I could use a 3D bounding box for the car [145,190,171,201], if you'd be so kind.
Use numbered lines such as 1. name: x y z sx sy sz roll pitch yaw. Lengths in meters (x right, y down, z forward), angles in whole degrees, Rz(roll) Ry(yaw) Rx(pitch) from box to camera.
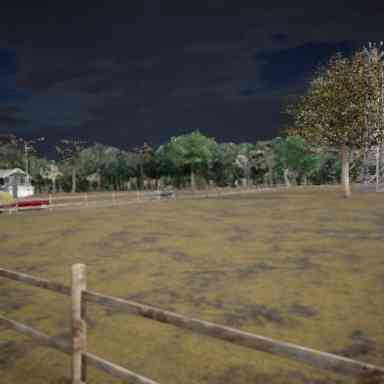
1. car: -5.114 0.430 50.255 1.837 1.490 4.892 -3 0 36

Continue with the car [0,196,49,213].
1. car: -16.987 1.197 33.615 1.882 1.535 5.008 -3 0 36
